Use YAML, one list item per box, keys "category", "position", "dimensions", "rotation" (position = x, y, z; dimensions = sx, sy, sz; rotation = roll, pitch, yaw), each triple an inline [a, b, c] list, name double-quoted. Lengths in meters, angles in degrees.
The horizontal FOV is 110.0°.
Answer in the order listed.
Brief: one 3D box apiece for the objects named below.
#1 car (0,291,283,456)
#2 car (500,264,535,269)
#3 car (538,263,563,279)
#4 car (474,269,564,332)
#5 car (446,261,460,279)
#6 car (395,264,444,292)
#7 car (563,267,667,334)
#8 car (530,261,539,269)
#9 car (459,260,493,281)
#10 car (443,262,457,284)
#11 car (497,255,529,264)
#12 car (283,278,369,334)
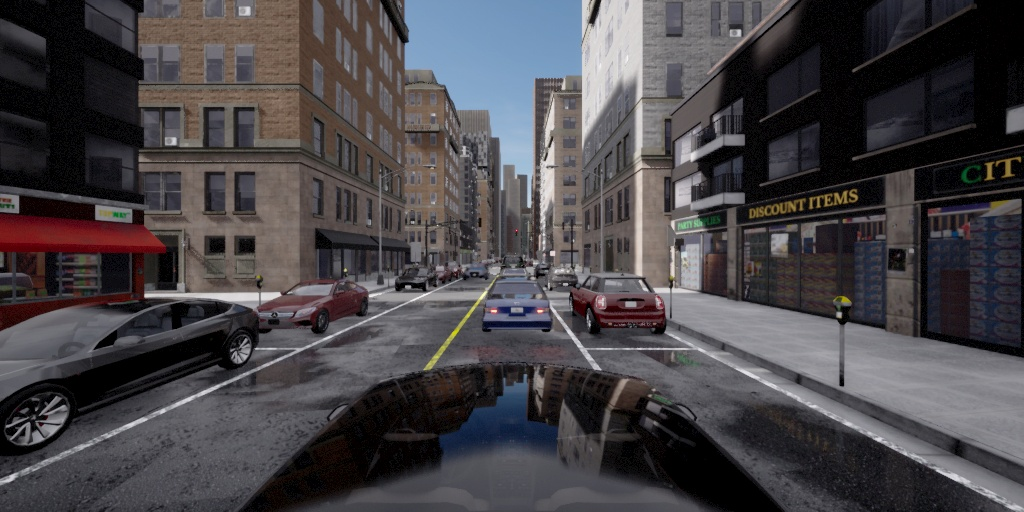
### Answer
- category: "car"
  position: [-5.664, 1.315, 5.108]
  dimensions: [1.948, 1.339, 4.313]
  rotation: [0, 0, 0]
- category: "car"
  position: [0.146, 1.352, 21.308]
  dimensions: [1.895, 1.301, 4.718]
  rotation: [0, 0, 0]
- category: "car"
  position: [2.904, 1.302, 21.590]
  dimensions: [2.007, 1.370, 4.403]
  rotation: [0, 0, 0]
- category: "car"
  position: [0.122, 1.297, 10.802]
  dimensions: [2.033, 1.411, 5.357]
  rotation: [0, 0, 0]
- category: "car"
  position: [-5.593, 1.193, 32.614]
  dimensions: [1.967, 1.591, 4.097]
  rotation: [0, 0, 0]
- category: "car"
  position: [-5.622, 1.317, 21.611]
  dimensions: [1.948, 1.339, 4.313]
  rotation: [0, 0, 0]
- category: "car"
  position: [2.876, 1.190, 10.587]
  dimensions: [1.967, 1.591, 4.097]
  rotation: [0, 0, 0]
- category: "car"
  position: [2.932, 1.319, 32.592]
  dimensions: [1.948, 1.339, 4.313]
  rotation: [0, 0, 0]
- category: "car"
  position: [-2.960, 1.317, 30.391]
  dimensions: [1.994, 1.385, 4.181]
  rotation: [0, 0, 1]
- category: "car"
  position: [-5.608, 1.334, 27.113]
  dimensions: [1.802, 1.307, 4.207]
  rotation: [0, 0, 0]
- category: "car"
  position: [0.081, 0.975, 31.340]
  dimensions: [2.150, 2.045, 5.566]
  rotation: [0, 0, -1]
- category: "car"
  position: [-5.650, 1.332, 10.609]
  dimensions: [1.802, 1.307, 4.207]
  rotation: [0, 0, 0]
